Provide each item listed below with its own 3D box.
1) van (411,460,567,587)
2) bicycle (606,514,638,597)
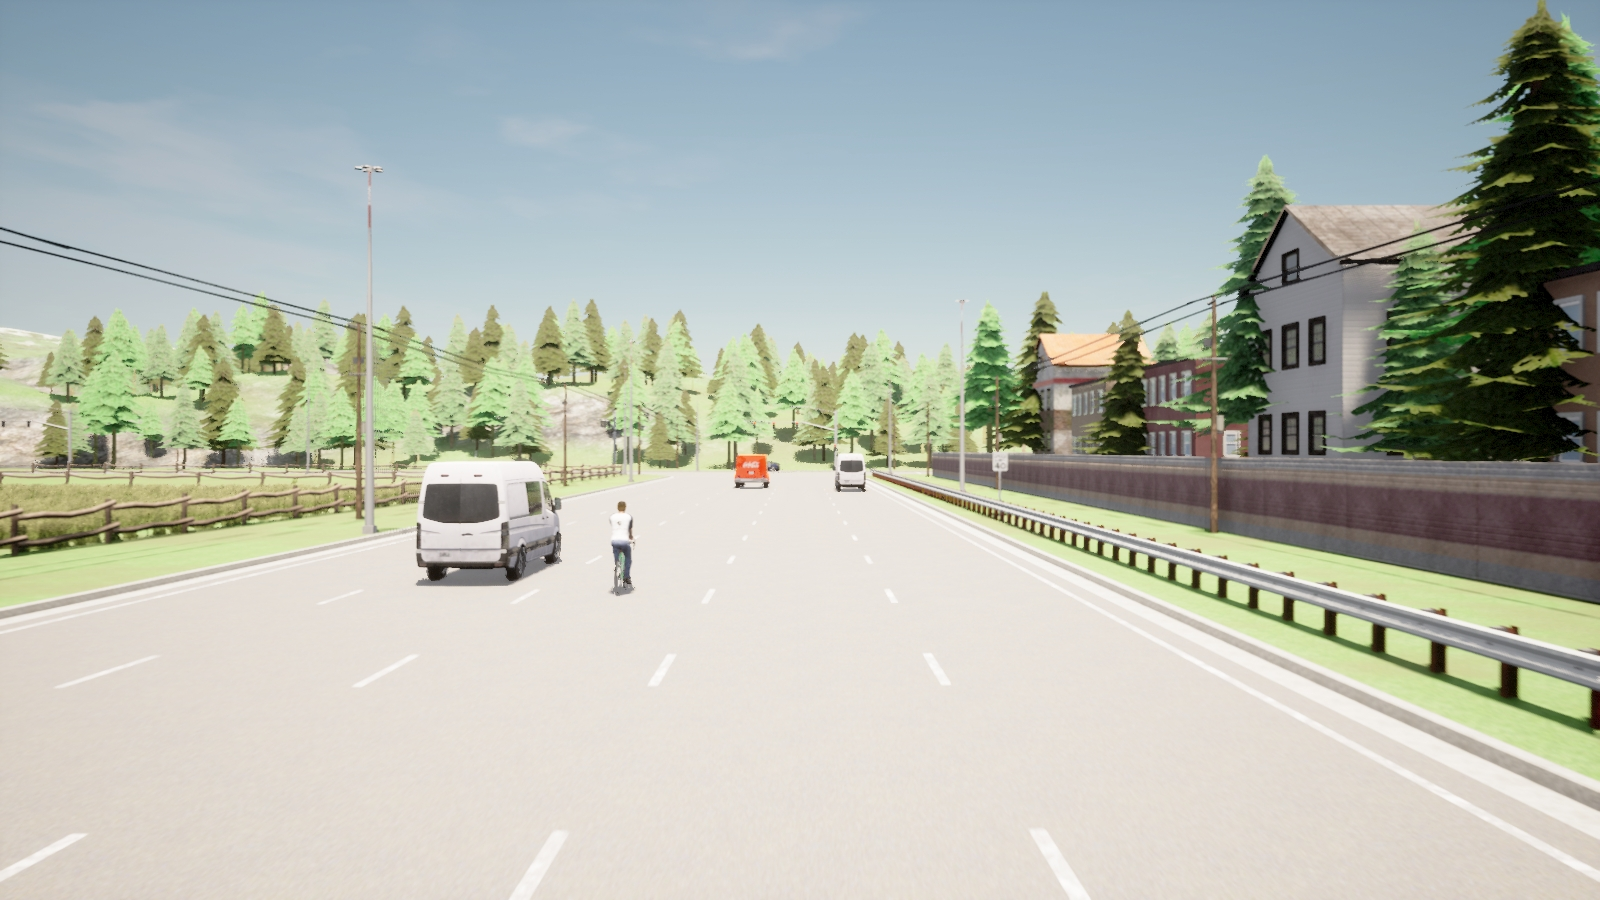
[{"bbox_3d":[-7.000,1.534,26.455,1.988,2.561,5.915,0,0,0],"label":"van"},{"bbox_3d":[-3.503,2.056,22.556,0.373,1.496,1.643,0,0,0],"label":"bicycle"}]
